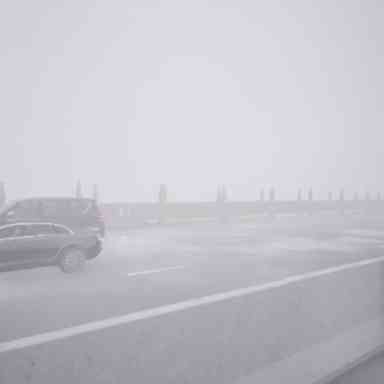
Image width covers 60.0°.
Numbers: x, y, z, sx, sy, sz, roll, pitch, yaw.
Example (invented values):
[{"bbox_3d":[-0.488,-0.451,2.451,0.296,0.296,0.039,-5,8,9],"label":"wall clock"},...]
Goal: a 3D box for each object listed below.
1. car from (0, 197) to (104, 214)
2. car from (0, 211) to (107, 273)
[{"bbox_3d":[-6.056,1.218,12.550,5.566,2.045,2.150,0,0,-35],"label":"car"},{"bbox_3d":[-4.918,1.487,9.062,4.902,1.511,2.128,0,0,-35],"label":"car"}]
